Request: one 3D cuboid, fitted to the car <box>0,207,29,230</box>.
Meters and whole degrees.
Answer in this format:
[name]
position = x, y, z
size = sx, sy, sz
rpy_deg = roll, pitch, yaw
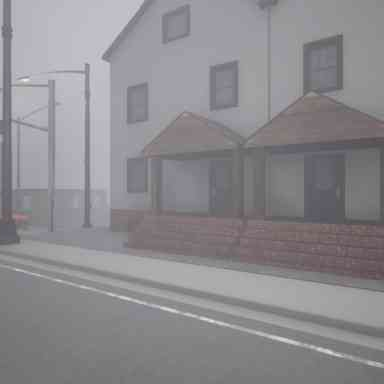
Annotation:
[car]
position = -15.507, 1.986, 26.515
size = 2.097, 1.767, 4.553
rpy_deg = 0, -8, 36
